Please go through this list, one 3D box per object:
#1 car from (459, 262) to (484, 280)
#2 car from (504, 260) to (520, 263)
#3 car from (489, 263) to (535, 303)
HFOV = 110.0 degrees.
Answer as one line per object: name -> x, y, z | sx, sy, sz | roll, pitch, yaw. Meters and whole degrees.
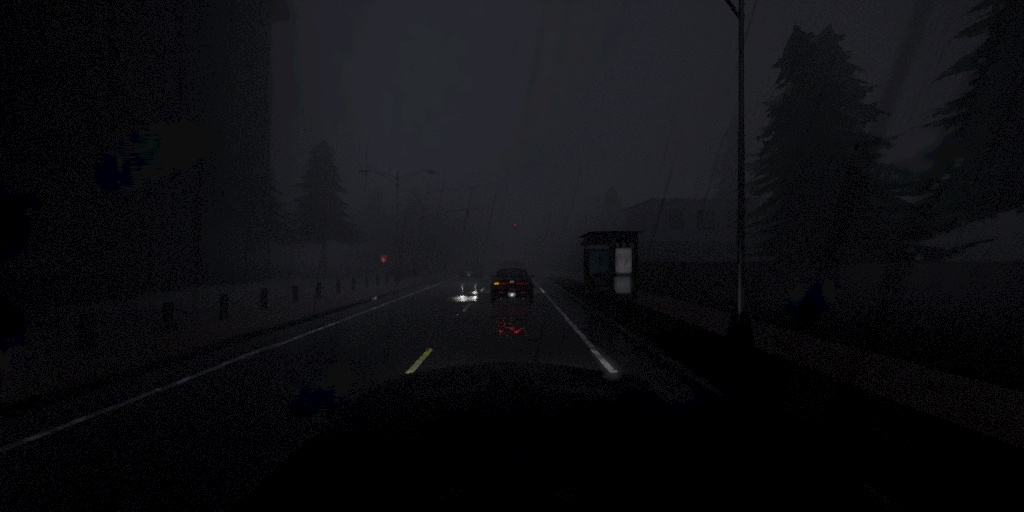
car -> -3.500, 1.269, 31.510 | 2.128, 1.511, 4.902 | 0, 0, 0
car -> 0.000, 1.115, 31.470 | 2.097, 1.767, 4.553 | 0, 0, 0
car -> 0.000, 1.265, 16.500 | 1.837, 1.490, 4.892 | 0, 0, 0
